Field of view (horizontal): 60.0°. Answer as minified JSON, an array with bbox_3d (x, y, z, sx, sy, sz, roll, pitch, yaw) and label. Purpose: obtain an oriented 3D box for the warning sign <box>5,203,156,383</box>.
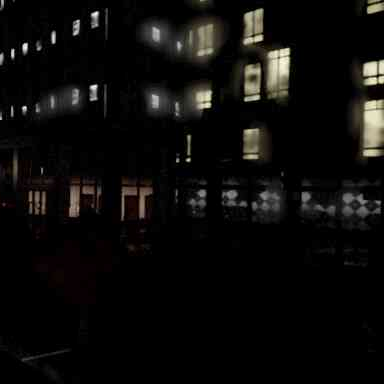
[{"bbox_3d":[-1.294,1.088,4.012,1.060,1.860,1.300,2,0,35],"label":"warning sign"}]
